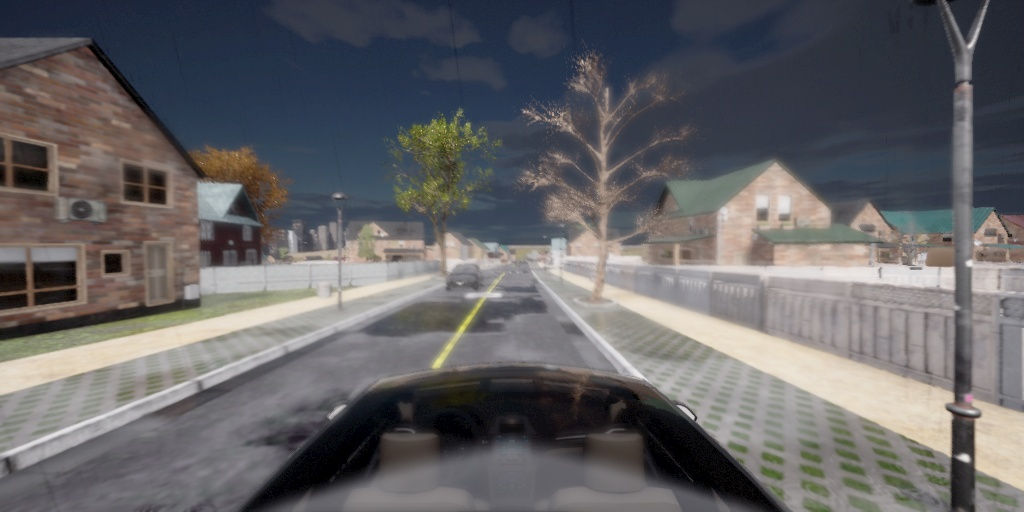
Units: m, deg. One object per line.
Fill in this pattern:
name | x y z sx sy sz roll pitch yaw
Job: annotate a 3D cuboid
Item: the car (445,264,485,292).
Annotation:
car | -2.700 1.242 21.361 1.837 1.490 4.892 0 0 1
